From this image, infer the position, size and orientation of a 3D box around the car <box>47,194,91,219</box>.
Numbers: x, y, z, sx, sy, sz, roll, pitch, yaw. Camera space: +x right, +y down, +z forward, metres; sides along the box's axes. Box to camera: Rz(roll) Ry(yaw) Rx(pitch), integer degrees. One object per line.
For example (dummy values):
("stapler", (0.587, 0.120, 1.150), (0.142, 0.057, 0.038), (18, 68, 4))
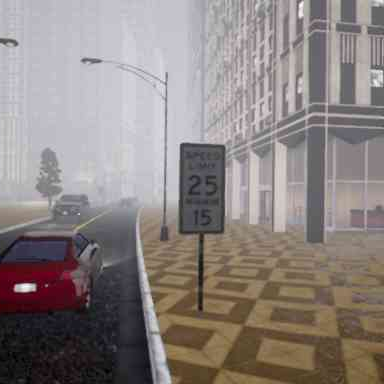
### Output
("car", (-9.535, 1.156, 26.728), (2.150, 2.045, 5.566), (1, 0, -8))

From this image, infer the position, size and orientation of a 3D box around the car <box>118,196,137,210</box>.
("car", (-8.567, 1.477, 43.518), (1.837, 1.490, 4.892), (1, 0, -6))

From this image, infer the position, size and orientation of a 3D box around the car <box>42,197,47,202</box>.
("car", (-29.490, 1.507, 70.743), (4.403, 1.369, 2.008), (0, 1, 4))

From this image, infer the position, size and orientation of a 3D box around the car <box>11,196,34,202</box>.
("car", (-40.133, 1.616, 79.882), (4.313, 1.339, 1.947), (0, 1, 4))

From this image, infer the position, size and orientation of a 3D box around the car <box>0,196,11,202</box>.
("car", (-45.745, 1.638, 80.272), (4.313, 1.339, 1.947), (0, 1, 4))

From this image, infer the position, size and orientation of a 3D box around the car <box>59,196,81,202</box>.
("car", (-28.910, 1.559, 79.103), (4.403, 1.369, 2.008), (0, 1, 4))

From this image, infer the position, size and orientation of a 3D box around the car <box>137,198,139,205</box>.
("car", (-9.771, 1.454, 54.749), (2.128, 1.511, 4.902), (1, 0, -5))

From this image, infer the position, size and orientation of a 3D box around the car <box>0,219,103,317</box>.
("car", (-3.138, 1.554, 7.482), (1.994, 1.385, 4.181), (1, 0, -11))
